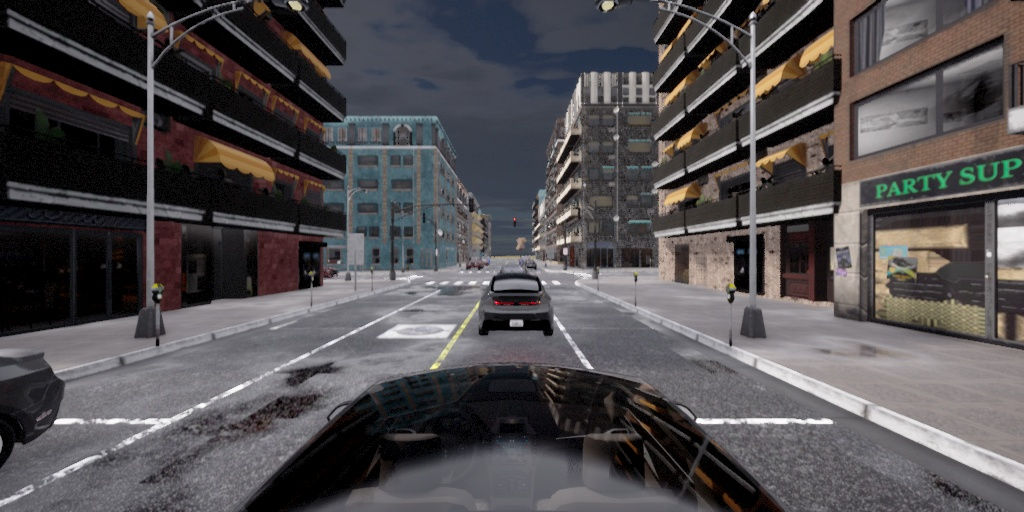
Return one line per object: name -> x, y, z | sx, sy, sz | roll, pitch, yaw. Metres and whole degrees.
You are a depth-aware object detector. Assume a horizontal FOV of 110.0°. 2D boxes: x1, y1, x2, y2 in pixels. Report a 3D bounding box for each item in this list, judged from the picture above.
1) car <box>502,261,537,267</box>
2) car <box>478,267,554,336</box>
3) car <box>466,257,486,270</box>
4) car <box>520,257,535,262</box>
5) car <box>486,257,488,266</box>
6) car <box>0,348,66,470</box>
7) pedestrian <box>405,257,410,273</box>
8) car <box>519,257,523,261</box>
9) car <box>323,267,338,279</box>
car -> 0.096, 1.223, 19.702 | 2.128, 1.511, 4.902 | 0, 0, 0
car -> 0.094, 1.247, 10.367 | 1.837, 1.490, 4.892 | 0, 0, 0
car -> -5.329, 1.007, 50.941 | 2.192, 1.841, 5.009 | 0, 0, 0
car -> 2.551, 1.259, 50.944 | 1.948, 1.339, 4.313 | 0, 0, 0
car -> -5.331, 1.229, 56.493 | 1.888, 1.381, 4.507 | 0, 0, 0
car -> -5.315, 1.300, 1.692 | 2.007, 1.370, 4.403 | 0, 0, 0
pedestrian -> -12.162, 0.993, 41.689 | 0.375, 1.860, 0.375 | 0, 1, 0
car -> 2.548, 1.258, 62.048 | 1.802, 1.307, 4.207 | 0, 0, 0
car -> -18.735, 1.280, 33.378 | 4.553, 1.767, 2.097 | -1, 0, 0
